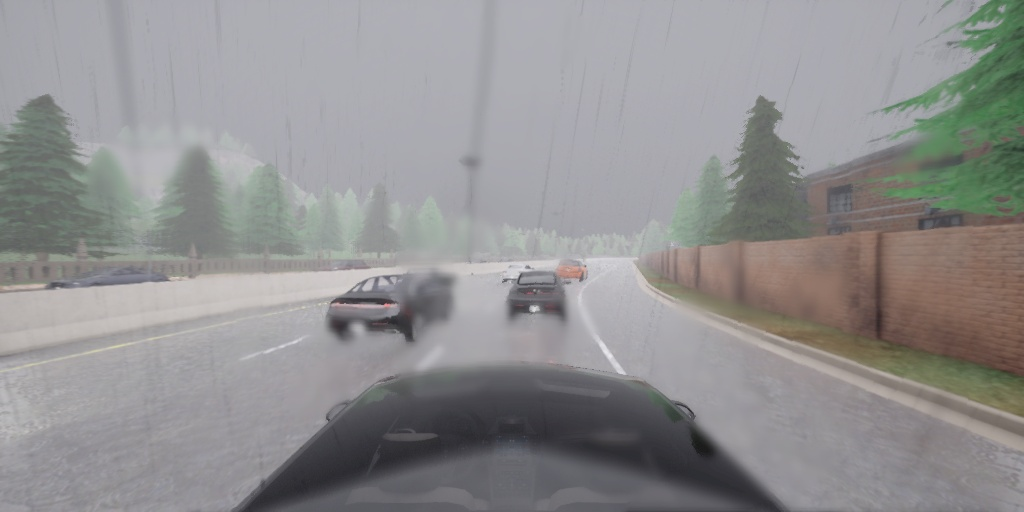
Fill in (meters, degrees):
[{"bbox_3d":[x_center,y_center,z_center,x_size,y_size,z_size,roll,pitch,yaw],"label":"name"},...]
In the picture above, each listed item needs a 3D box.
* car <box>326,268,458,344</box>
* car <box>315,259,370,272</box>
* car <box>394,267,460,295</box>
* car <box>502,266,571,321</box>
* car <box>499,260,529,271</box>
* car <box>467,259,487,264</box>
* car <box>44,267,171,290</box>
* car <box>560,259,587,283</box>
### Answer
[{"bbox_3d":[-2.866,1.231,9.563,2.128,1.511,4.902,0,0,5],"label":"car"},{"bbox_3d":[-13.638,1.047,29.074,2.097,1.767,4.553,0,0,15],"label":"car"},{"bbox_3d":[-4.709,1.335,20.717,1.895,1.301,4.718,0,0,12],"label":"car"},{"bbox_3d":[0.990,1.264,12.550,1.837,1.490,4.892,0,0,7],"label":"car"},{"bbox_3d":[0.613,1.288,27.365,1.812,1.442,4.674,0,0,16],"label":"car"},{"bbox_3d":[-4.536,1.252,46.430,1.837,1.490,4.892,0,-1,18],"label":"car"},{"bbox_3d":[-19.618,1.226,17.682,1.994,1.385,4.181,0,0,9],"label":"car"},{"bbox_3d":[5.083,1.137,29.973,2.097,1.767,4.553,0,0,17],"label":"car"}]
